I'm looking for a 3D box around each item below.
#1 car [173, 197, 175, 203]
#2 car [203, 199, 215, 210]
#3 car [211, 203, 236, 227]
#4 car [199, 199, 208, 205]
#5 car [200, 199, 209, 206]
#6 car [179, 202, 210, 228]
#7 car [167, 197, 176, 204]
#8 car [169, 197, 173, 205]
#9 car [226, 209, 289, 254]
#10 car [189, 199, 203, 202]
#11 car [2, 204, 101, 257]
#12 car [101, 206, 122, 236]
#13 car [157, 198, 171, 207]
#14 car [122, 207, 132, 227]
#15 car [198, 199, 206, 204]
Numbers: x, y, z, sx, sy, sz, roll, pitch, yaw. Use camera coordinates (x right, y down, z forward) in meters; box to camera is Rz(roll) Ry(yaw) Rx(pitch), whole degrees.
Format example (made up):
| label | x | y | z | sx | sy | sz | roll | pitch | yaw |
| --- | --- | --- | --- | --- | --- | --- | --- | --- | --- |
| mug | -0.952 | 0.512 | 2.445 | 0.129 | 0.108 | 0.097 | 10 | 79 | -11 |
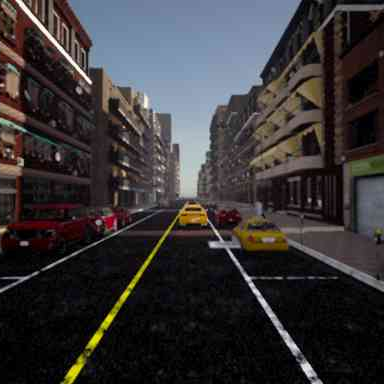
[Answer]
| label | x | y | z | sx | sy | sz | roll | pitch | yaw |
| --- | --- | --- | --- | --- | --- | --- | --- | --- | --- |
| car | -5.744 | 2.365 | 81.437 | 1.887 | 1.381 | 4.507 | 0 | -1 | 0 |
| car | 2.659 | 2.034 | 47.623 | 2.008 | 1.369 | 4.403 | 0 | -1 | 0 |
| car | 2.674 | 1.800 | 25.080 | 1.887 | 1.381 | 4.507 | 0 | -1 | 0 |
| car | 2.640 | 2.330 | 75.803 | 1.947 | 1.339 | 4.313 | 0 | -1 | 0 |
| car | 2.645 | 2.235 | 70.337 | 1.752 | 1.417 | 4.829 | 0 | -1 | 0 |
| car | 0.083 | 1.726 | 24.335 | 1.882 | 1.535 | 5.008 | 0 | 0 | 0 |
| car | -5.751 | 2.248 | 92.712 | 2.192 | 1.841 | 5.009 | 0 | -1 | 0 |
| car | -5.737 | 2.259 | 70.165 | 2.008 | 1.369 | 4.403 | 0 | -1 | 0 |
| car | 2.682 | 1.669 | 13.978 | 1.752 | 1.417 | 4.829 | 0 | -1 | 0 |
| car | 0.073 | 1.901 | 41.727 | 1.882 | 1.535 | 5.008 | 0 | -1 | 0 |
| car | -5.698 | 1.457 | 13.808 | 2.192 | 1.841 | 5.009 | 0 | -1 | 0 |
| car | -5.702 | 1.639 | 19.442 | 1.967 | 1.590 | 4.097 | 0 | -1 | 0 |
| car | -5.733 | 2.203 | 64.529 | 2.008 | 1.369 | 4.403 | 0 | -1 | 0 |
| car | -5.706 | 1.801 | 25.078 | 1.887 | 1.381 | 4.507 | 0 | -1 | 0 |
| car | 2.633 | 2.458 | 87.074 | 1.802 | 1.307 | 4.206 | 0 | -1 | 0 |
